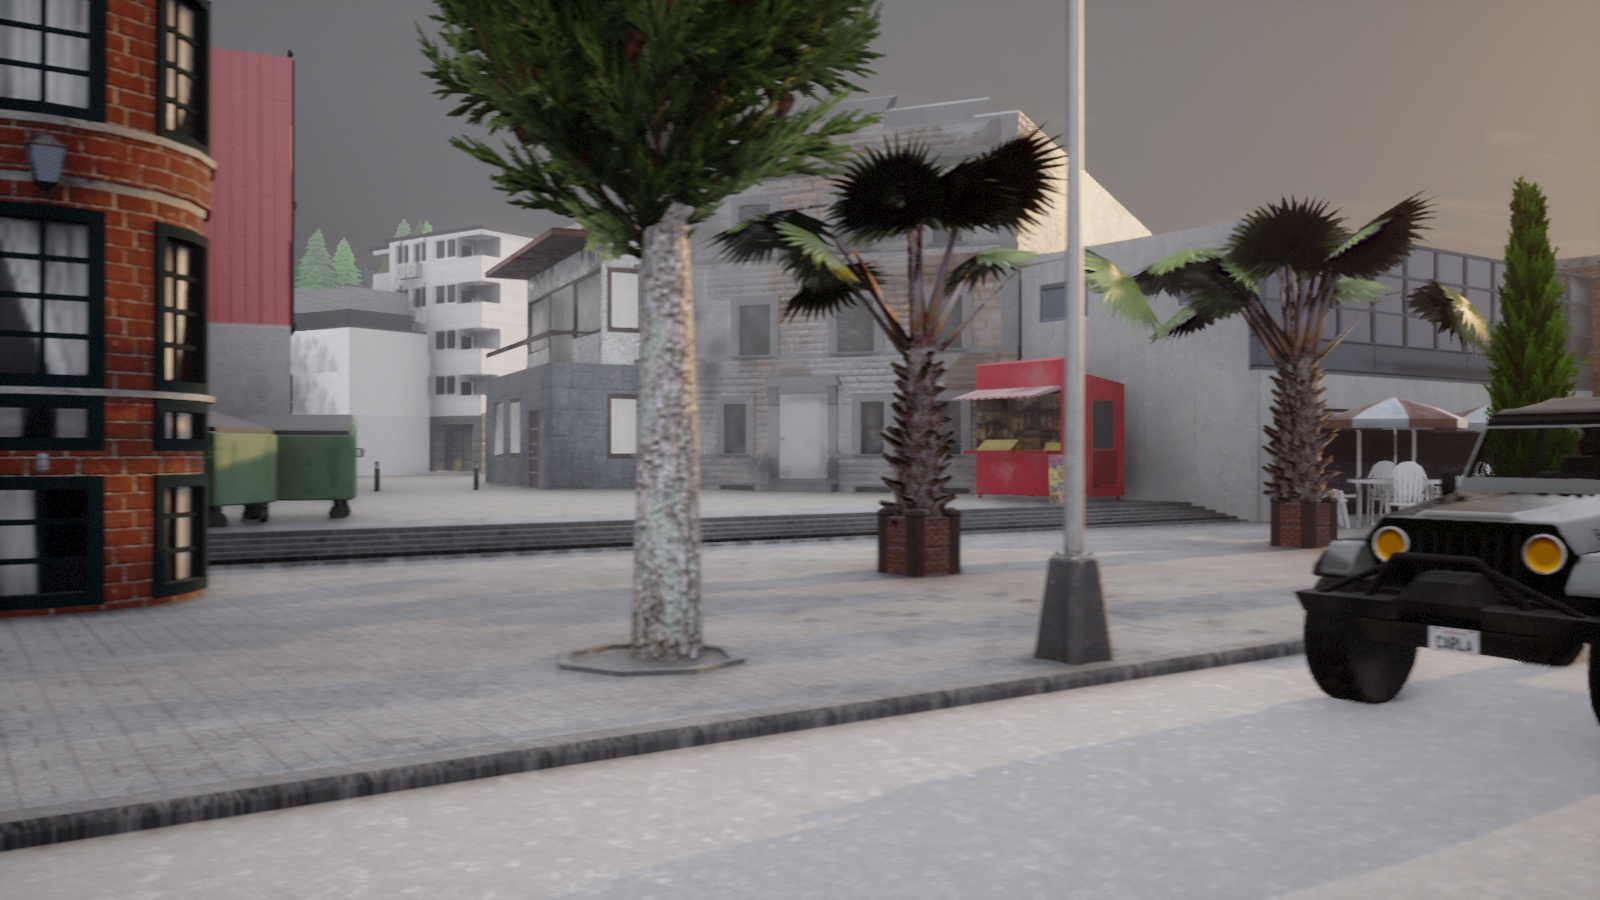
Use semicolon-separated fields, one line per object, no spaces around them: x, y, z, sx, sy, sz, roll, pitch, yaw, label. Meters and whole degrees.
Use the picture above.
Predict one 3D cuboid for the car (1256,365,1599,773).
4.771;0.549;7.590;3.866;1.878;1.905;0;0;-35;car
